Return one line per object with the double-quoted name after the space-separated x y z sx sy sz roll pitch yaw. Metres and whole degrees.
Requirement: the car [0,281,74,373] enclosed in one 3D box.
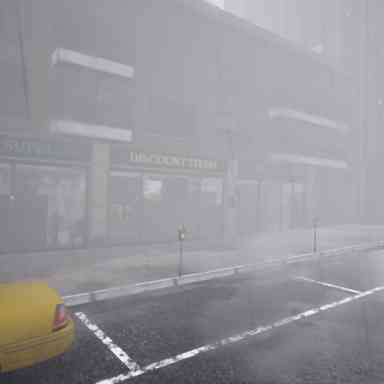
-3.789 1.525 3.368 4.829 1.417 1.752 0 2 -35 "car"
